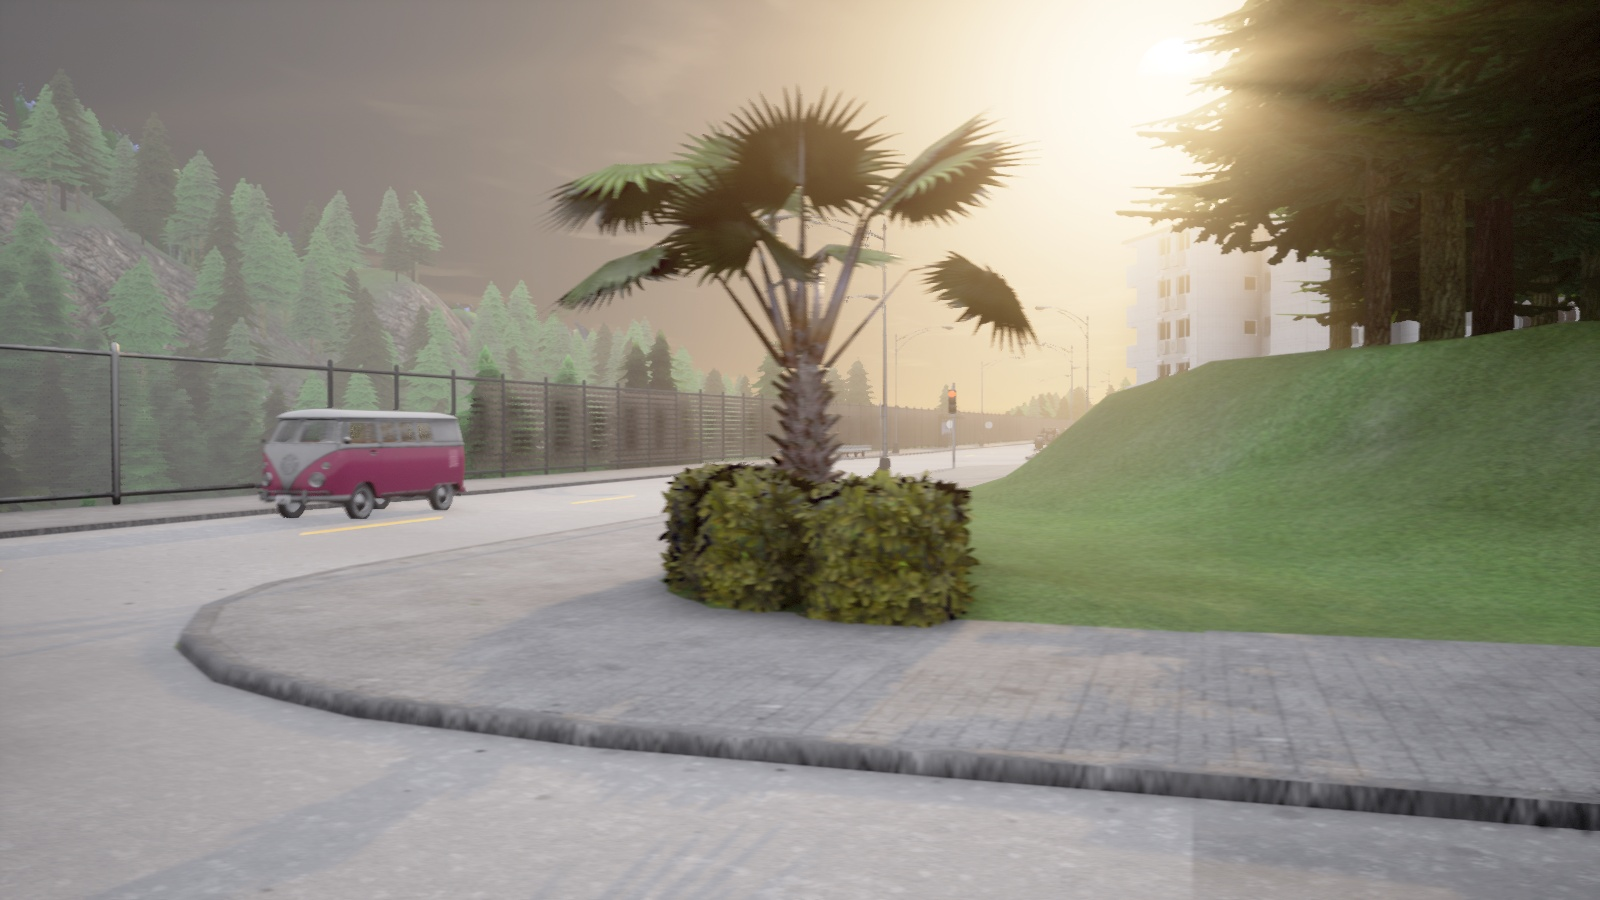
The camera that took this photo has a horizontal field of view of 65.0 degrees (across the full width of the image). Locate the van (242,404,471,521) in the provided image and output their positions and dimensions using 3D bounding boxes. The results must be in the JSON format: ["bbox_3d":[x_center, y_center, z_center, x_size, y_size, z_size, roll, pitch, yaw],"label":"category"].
[{"bbox_3d":[-8.209,0.172,23.737,1.775,1.987,4.442,1,1,18],"label":"van"}]
